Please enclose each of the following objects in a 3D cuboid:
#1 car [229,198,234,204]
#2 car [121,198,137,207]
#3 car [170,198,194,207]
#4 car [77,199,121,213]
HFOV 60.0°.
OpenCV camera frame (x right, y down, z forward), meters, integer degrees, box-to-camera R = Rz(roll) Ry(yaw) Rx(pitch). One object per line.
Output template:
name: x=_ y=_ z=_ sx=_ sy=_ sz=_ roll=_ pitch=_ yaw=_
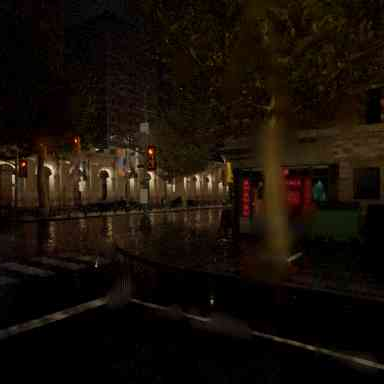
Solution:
car: x=8.889 y=1.615 z=62.936 sx=2.033 sy=1.411 sz=5.357 roll=0 pitch=0 yaw=36
car: x=-10.252 y=1.595 z=47.928 sx=1.895 sy=1.301 sz=4.718 roll=0 pitch=0 yaw=36
car: x=-1.424 y=1.564 z=48.794 sx=1.994 sy=1.385 sz=4.181 roll=0 pitch=0 yaw=36
car: x=-10.374 y=1.563 z=36.388 sx=1.994 sy=1.385 sz=4.181 roll=0 pitch=0 yaw=36
